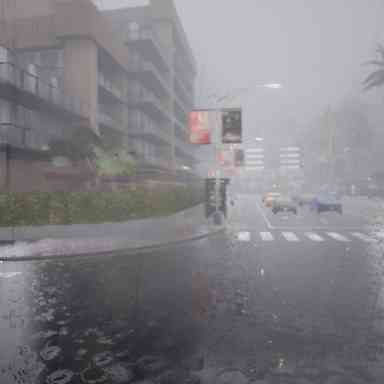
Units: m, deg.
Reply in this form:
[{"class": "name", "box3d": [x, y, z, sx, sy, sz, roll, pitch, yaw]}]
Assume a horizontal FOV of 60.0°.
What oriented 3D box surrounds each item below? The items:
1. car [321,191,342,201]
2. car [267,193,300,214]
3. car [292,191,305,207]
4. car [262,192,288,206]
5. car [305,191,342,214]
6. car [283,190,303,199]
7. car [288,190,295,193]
[{"class": "car", "box3d": [22.419, 0.549, 53.745, 1.812, 1.442, 4.674, -1, 1, 5]}, {"class": "car", "box3d": [7.746, 1.075, 28.443, 1.812, 1.442, 4.674, -1, 1, 9]}, {"class": "car", "box3d": [12.788, 0.891, 37.440, 1.812, 1.442, 4.674, -1, 1, 9]}, {"class": "car", "box3d": [9.239, 0.903, 37.438, 1.882, 1.535, 5.008, -1, 1, 9]}, {"class": "car", "box3d": [11.281, 0.968, 28.370, 1.882, 1.535, 5.008, -1, 1, 9]}, {"class": "car", "box3d": [19.365, 0.454, 64.061, 2.128, 1.511, 4.902, -1, 1, -2]}, {"class": "car", "box3d": [14.432, 0.734, 47.354, 1.837, 1.490, 4.892, -1, 1, 9]}]
